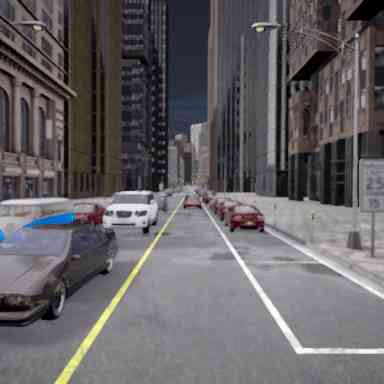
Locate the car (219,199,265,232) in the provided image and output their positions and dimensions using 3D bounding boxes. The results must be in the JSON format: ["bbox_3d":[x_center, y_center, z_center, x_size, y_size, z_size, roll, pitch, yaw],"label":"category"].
[{"bbox_3d":[2.741,1.317,18.087,1.887,1.381,4.507,0,1,0],"label":"car"}]

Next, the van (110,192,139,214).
[{"bbox_3d":[-5.837,0.910,29.130,1.690,1.788,3.998,0,1,0],"label":"van"}]

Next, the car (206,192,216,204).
[{"bbox_3d":[2.699,1.070,34.831,1.752,1.417,4.829,0,1,0],"label":"car"}]

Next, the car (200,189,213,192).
[{"bbox_3d":[2.657,0.638,51.233,2.192,1.841,5.009,0,1,0],"label":"car"}]

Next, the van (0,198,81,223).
[{"bbox_3d":[-5.801,1.136,12.557,1.690,1.788,3.998,0,1,0],"label":"van"}]

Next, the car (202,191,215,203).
[{"bbox_3d":[2.671,0.943,45.711,1.887,1.381,4.507,0,1,0],"label":"car"}]

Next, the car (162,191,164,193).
[{"bbox_3d":[-5.886,0.821,51.231,2.008,1.369,4.403,0,1,0],"label":"car"}]

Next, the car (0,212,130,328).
[{"bbox_3d":[-3.071,1.431,7.353,2.033,1.411,5.357,0,1,3],"label":"car"}]

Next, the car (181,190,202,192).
[{"bbox_3d":[-0.102,0.847,47.615,2.128,1.511,4.902,0,1,0],"label":"car"}]

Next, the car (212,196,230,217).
[{"bbox_3d":[2.727,1.241,23.612,1.887,1.381,4.507,0,1,0],"label":"car"}]

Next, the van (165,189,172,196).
[{"bbox_3d":[-5.957,0.165,84.375,1.690,1.788,3.998,0,1,0],"label":"van"}]

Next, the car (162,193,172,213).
[{"bbox_3d":[-3.138,1.073,30.527,1.837,1.490,4.892,0,0,0],"label":"car"}]

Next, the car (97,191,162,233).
[{"bbox_3d":[-3.120,0.958,18.011,2.150,2.045,5.566,0,1,0],"label":"car"}]

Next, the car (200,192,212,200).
[{"bbox_3d":[2.628,0.725,62.286,2.008,1.369,4.403,0,1,0],"label":"car"}]

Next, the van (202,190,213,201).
[{"bbox_3d":[2.643,0.590,56.758,1.690,1.788,3.998,0,1,0],"label":"van"}]

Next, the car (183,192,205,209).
[{"bbox_3d":[0.028,1.072,36.357,1.994,1.385,4.181,0,1,-1],"label":"car"}]

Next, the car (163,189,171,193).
[{"bbox_3d":[-5.921,0.574,67.634,1.752,1.417,4.829,0,1,0],"label":"car"}]

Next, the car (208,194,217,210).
[{"bbox_3d":[2.713,1.167,29.137,1.887,1.381,4.507,0,1,0],"label":"car"}]

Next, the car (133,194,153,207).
[{"bbox_3d":[-5.862,1.001,40.183,1.802,1.307,4.206,0,1,0],"label":"car"}]

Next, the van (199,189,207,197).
[{"bbox_3d":[2.586,0.292,78.858,1.690,1.788,3.998,0,1,0],"label":"van"}]

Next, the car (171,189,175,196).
[{"bbox_3d":[-5.945,0.213,78.850,2.192,1.841,5.009,0,1,0],"label":"car"}]

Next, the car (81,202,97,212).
[{"bbox_3d":[-5.813,1.263,18.085,1.887,1.381,4.507,0,1,0],"label":"car"}]
